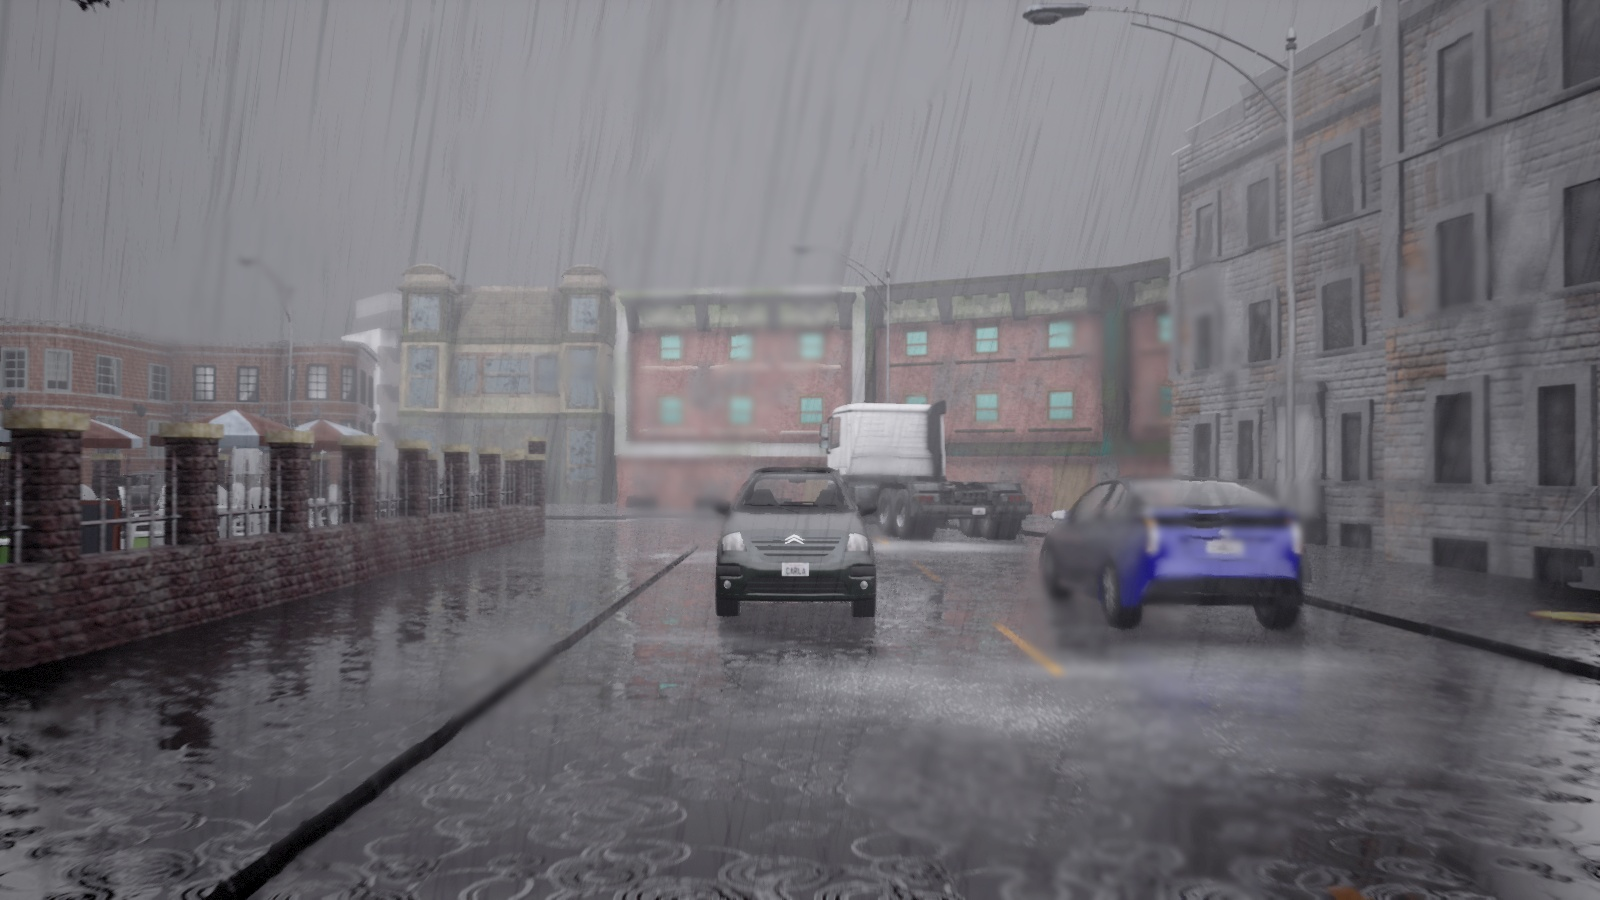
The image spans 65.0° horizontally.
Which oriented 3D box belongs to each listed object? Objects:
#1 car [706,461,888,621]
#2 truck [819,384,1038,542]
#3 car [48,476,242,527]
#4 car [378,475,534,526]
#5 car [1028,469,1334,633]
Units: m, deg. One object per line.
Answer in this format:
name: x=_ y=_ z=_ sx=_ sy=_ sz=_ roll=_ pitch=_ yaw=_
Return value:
car: x=-0.034 y=0.960 z=14.778 sx=1.851 sy=1.617 sz=3.988 roll=0 pitch=-1 yaw=0
truck: x=2.941 y=0.352 z=31.632 sx=2.891 sy=3.462 sz=7.936 roll=0 pitch=-1 yaw=-15
car: x=-19.680 y=1.532 z=37.876 sx=4.892 sy=1.490 sz=1.837 roll=0 pitch=-1 yaw=0
car: x=-10.314 y=1.503 z=37.878 sx=4.193 sy=1.474 sz=1.816 roll=0 pitch=-1 yaw=2
car: x=3.966 y=0.980 z=13.980 sx=2.007 sy=1.525 sz=4.514 roll=0 pitch=-1 yaw=0
